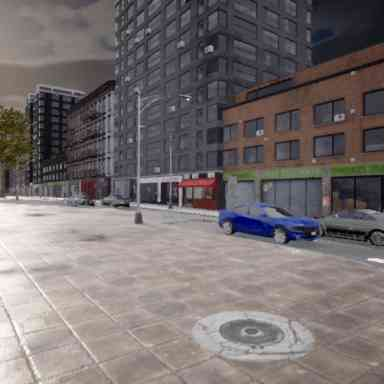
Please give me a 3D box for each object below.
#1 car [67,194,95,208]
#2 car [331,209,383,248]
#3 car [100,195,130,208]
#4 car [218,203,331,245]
[{"bbox_3d":[-12.137,0.948,36.264,1.994,1.385,4.181,1,0,-36],"label":"car"},{"bbox_3d":[7.137,1.445,14.541,1.994,1.385,4.181,1,1,-36],"label":"car"},{"bbox_3d":[-8.379,1.005,36.053,1.994,1.385,4.181,1,0,-36],"label":"car"},{"bbox_3d":[3.254,1.287,14.884,1.882,1.535,5.008,1,1,-36],"label":"car"}]
